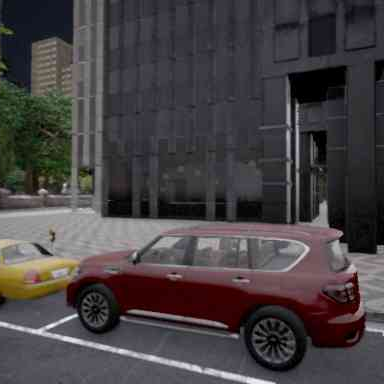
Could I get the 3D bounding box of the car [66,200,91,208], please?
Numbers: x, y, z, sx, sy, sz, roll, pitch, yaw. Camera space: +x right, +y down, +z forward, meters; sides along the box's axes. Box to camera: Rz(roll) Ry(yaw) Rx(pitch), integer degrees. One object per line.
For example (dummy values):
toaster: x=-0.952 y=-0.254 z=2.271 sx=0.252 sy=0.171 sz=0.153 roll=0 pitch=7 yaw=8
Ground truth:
car: x=-18.498 y=1.946 z=54.382 sx=1.994 sy=1.385 sz=4.181 roll=0 pitch=0 yaw=25

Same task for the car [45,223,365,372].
car: x=0.217 y=1.469 z=5.797 sx=5.009 sy=1.841 sz=2.192 roll=0 pitch=-2 yaw=24

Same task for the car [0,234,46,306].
car: x=-4.952 y=1.715 z=8.091 sx=4.829 sy=1.417 sz=1.752 roll=0 pitch=-2 yaw=24
